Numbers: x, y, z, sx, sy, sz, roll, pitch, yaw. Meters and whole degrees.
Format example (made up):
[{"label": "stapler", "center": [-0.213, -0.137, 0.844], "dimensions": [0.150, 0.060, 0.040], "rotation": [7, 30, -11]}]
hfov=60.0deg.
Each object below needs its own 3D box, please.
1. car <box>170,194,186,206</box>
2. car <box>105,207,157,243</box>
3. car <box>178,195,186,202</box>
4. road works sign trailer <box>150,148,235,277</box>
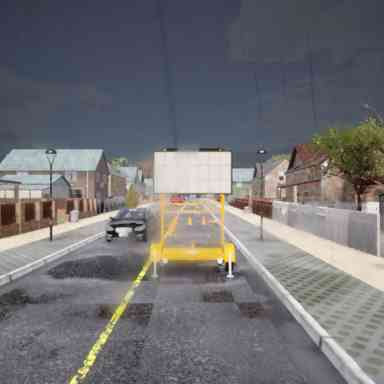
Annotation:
[{"label": "car", "center": [-2.765, 1.371, 59.633], "dimensions": [2.150, 2.045, 5.566], "rotation": [0, -1, 0]}, {"label": "car", "center": [-2.833, 1.506, 16.207], "dimensions": [2.128, 1.511, 4.902], "rotation": [0, 0, 0]}, {"label": "car", "center": [-2.663, 1.680, 89.511], "dimensions": [2.097, 1.767, 4.553], "rotation": [0, 0, 0]}, {"label": "road works sign trailer", "center": [0.023, 0.471, 10.208], "dimensions": [2.380, 3.560, 2.880], "rotation": [0, 0, 0]}]
